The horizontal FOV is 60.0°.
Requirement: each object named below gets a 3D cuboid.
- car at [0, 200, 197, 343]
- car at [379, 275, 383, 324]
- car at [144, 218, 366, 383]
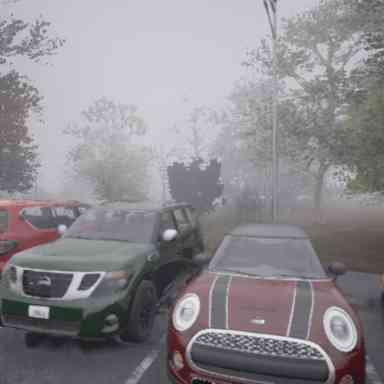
[{"bbox_3d":[-1.254,1.228,6.960,2.435,2.045,5.566,1,0,15],"label":"car"},{"bbox_3d":[3.639,1.490,3.740,1.946,1.575,5.366,0,-1,15],"label":"car"},{"bbox_3d":[1.185,1.363,5.308,2.185,1.767,4.553,1,0,15],"label":"car"}]
